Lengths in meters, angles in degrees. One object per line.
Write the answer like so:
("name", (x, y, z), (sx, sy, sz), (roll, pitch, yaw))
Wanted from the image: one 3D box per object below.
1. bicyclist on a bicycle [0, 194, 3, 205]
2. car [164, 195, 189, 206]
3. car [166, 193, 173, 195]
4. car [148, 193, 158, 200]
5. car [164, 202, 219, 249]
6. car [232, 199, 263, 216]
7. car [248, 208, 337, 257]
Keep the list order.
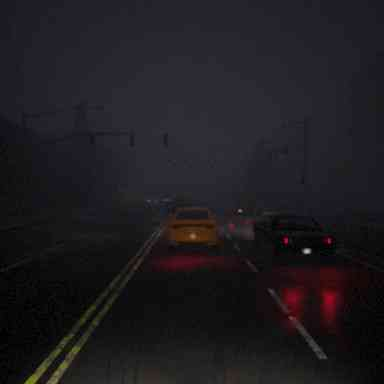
("bicyclist on a bicycle", (-26.167, 0.951, 45.238), (0.582, 1.620, 1.656), (0, 1, -1))
("car", (-1.101, 1.301, 28.672), (1.812, 1.442, 4.674), (0, 1, -16))
("car", (-5.183, 0.975, 74.178), (1.994, 1.385, 4.181), (0, 0, -2))
("car", (-8.682, 0.923, 74.085), (1.837, 1.490, 4.892), (0, 0, -2))
("car", (0.031, 1.369, 13.911), (1.882, 1.535, 5.008), (0, 0, 0))
("car", (4.773, 1.302, 28.545), (1.812, 1.442, 4.674), (0, 0, 24))
("car", (3.529, 1.503, 12.405), (1.895, 1.301, 4.718), (0, 0, 0))
